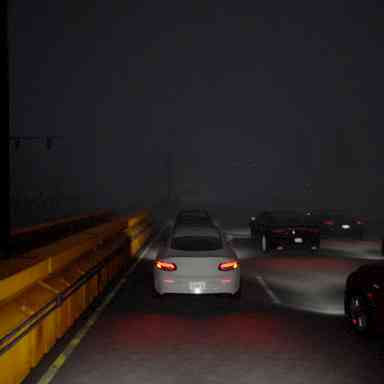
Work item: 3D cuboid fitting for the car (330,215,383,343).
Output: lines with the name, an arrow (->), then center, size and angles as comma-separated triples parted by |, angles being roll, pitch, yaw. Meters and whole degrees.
car -> 3.594, 1.352, 3.739 | 2.097, 1.767, 4.553 | 0, 0, 0

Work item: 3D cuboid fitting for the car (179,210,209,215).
car -> 0.086, 1.601, 17.426 | 1.895, 1.301, 4.718 | 0, 0, 0

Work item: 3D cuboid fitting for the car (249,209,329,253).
car -> 3.589, 1.478, 13.700 | 1.882, 1.535, 5.008 | 0, 0, 0

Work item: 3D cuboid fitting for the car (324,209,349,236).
car -> 7.085, 1.564, 17.315 | 1.994, 1.385, 4.181 | 0, 0, 0

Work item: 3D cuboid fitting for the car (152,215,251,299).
car -> 0.093, 1.526, 8.304 | 1.812, 1.442, 4.674 | 0, 0, 0
